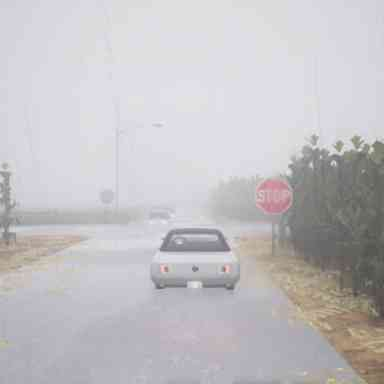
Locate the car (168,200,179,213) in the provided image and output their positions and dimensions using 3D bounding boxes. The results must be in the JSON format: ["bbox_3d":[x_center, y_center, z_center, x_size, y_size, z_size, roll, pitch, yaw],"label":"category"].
[{"bbox_3d":[-3.217,2.210,45.055,1.882,1.535,5.008,0,-1,0],"label":"car"}]

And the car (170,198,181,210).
[{"bbox_3d":[-3.135,2.103,60.699,2.150,2.045,5.566,0,-1,0],"label":"car"}]

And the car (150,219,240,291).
[{"bbox_3d":[0.074,1.631,9.065,1.895,1.301,4.718,0,0,0],"label":"car"}]

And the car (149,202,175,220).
[{"bbox_3d":[-3.214,2.065,34.280,2.033,1.411,5.357,0,-1,0],"label":"car"}]
